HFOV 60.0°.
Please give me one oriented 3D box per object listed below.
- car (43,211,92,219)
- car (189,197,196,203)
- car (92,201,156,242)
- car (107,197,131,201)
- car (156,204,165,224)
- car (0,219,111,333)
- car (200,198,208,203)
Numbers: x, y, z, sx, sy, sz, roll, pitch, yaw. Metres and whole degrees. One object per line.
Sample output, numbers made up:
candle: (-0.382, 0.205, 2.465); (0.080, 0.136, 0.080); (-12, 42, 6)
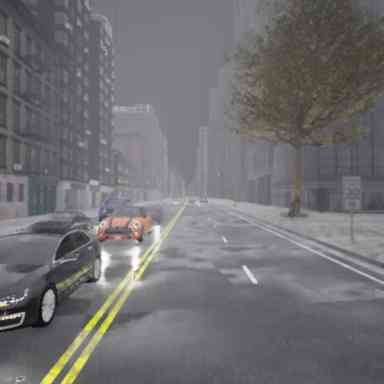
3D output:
car: (-6.588, 1.707, 17.149); (2.033, 1.411, 5.357); (0, -1, 0)
car: (0.069, 2.454, 92.651); (1.895, 1.301, 4.718); (0, 0, 0)
car: (-3.334, 1.512, 17.294); (2.097, 1.767, 4.553); (0, -1, 0)
car: (-6.562, 1.497, 29.451); (2.150, 2.045, 5.566); (0, -1, 0)
car: (-3.321, 1.760, 27.544); (1.837, 1.490, 4.892); (0, -1, 0)
car: (-3.342, 1.572, 7.194); (1.837, 1.490, 4.892); (0, -1, 0)
car: (3.319, 2.410, 92.619); (1.994, 1.385, 4.181); (0, 0, 0)
